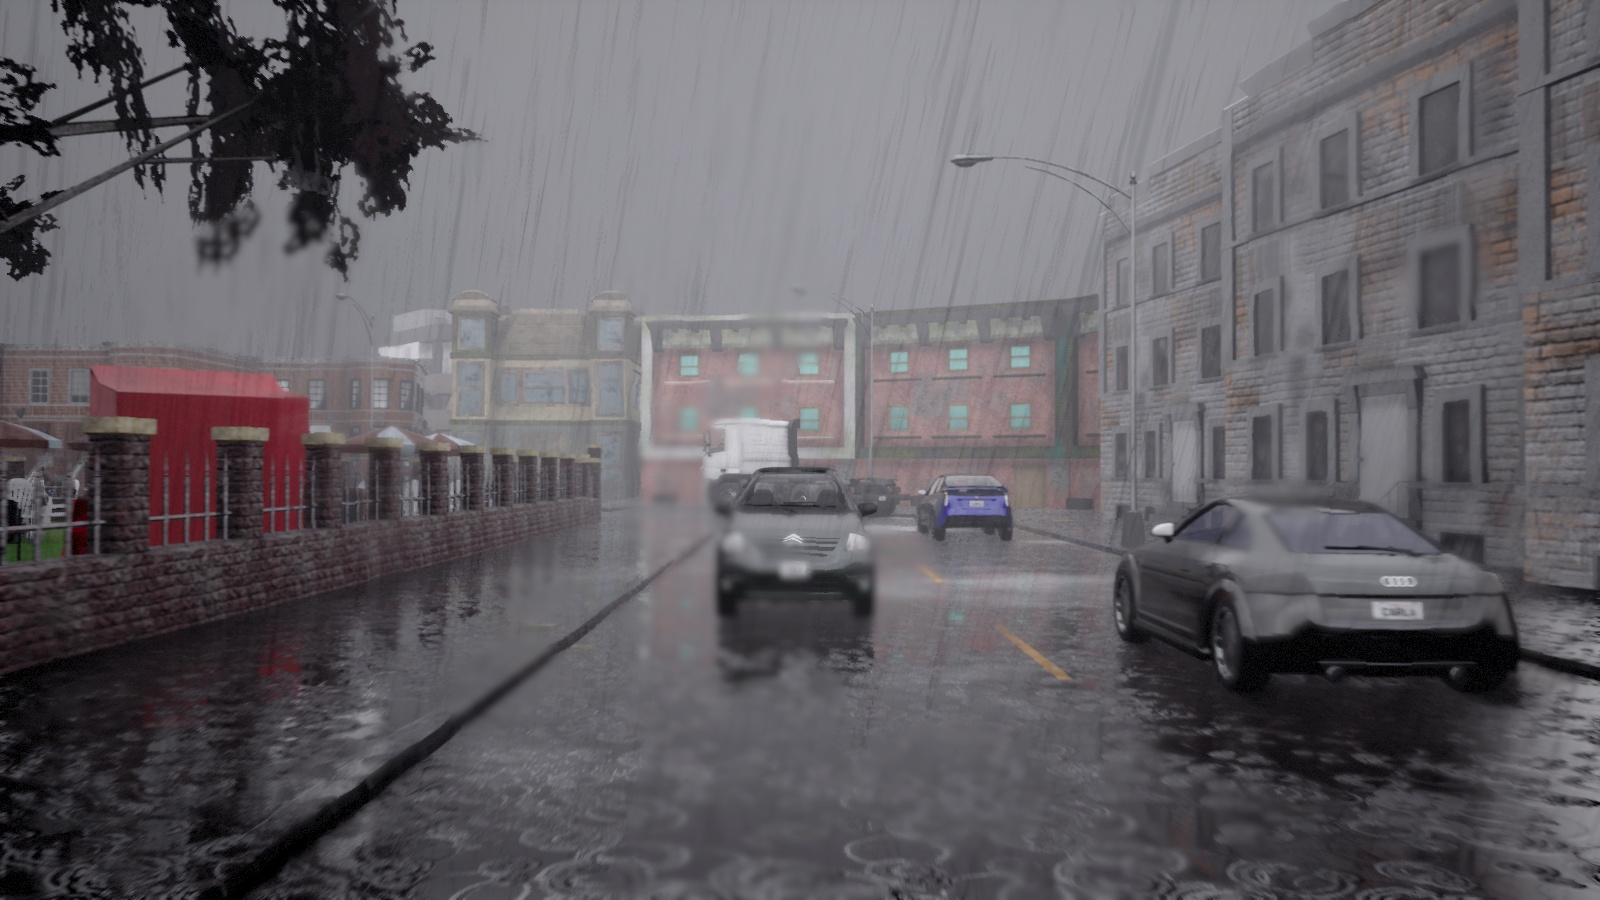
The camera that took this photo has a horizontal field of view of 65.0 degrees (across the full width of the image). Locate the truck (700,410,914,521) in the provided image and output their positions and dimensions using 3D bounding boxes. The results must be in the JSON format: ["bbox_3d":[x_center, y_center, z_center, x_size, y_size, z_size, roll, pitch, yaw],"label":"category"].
[{"bbox_3d":[0.069,0.558,43.235,2.891,3.462,7.936,1,-1,-40],"label":"truck"}]

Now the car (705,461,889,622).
[{"bbox_3d":[-0.036,0.959,14.700,1.851,1.617,3.988,0,-1,0],"label":"car"}]

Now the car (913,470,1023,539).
[{"bbox_3d":[3.926,1.250,30.095,2.007,1.525,4.514,0,-1,0],"label":"car"}]

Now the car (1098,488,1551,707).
[{"bbox_3d":[3.975,1.037,10.423,1.994,1.385,4.181,0,-1,0],"label":"car"}]
